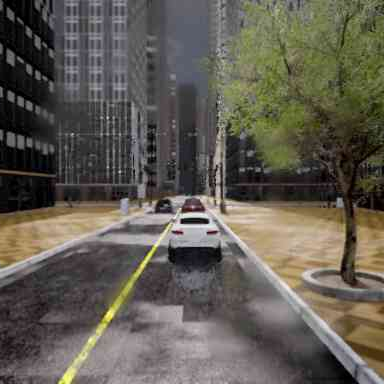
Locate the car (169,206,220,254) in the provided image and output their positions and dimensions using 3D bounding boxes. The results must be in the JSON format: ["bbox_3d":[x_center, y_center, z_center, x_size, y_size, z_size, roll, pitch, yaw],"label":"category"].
[{"bbox_3d":[0.098,1.523,13.423,1.812,1.442,4.674,0,0,0],"label":"car"}]

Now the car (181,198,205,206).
[{"bbox_3d":[0.097,1.353,30.894,2.097,1.767,4.553,0,0,0],"label":"car"}]

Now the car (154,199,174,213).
[{"bbox_3d":[-3.045,1.511,36.881,1.837,1.490,4.892,0,0,1],"label":"car"}]
